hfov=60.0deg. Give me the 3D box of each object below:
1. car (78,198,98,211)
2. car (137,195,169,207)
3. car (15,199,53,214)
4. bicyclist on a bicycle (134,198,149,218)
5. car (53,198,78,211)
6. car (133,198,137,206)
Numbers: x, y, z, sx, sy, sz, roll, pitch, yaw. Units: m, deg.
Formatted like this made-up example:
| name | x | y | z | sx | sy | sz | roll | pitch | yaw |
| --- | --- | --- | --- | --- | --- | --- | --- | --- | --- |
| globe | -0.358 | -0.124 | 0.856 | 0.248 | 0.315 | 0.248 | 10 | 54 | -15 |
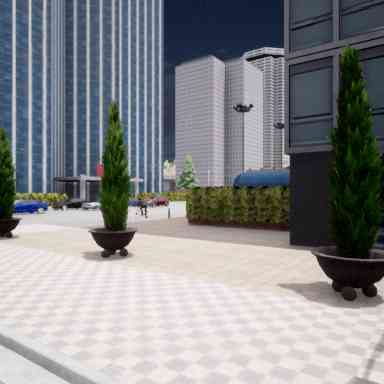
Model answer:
| name | x | y | z | sx | sy | sz | roll | pitch | yaw |
| --- | --- | --- | --- | --- | --- | --- | --- | --- | --- |
| car | -11.349 | 1.601 | 41.528 | 1.895 | 1.301 | 4.718 | 0 | 0 | 35 |
| car | -5.500 | 1.352 | 49.828 | 2.097 | 1.767 | 4.553 | 0 | 0 | 35 |
| car | -17.060 | 1.477 | 33.396 | 1.882 | 1.535 | 5.008 | 0 | 0 | 35 |
| bicyclist on a bicycle | -4.087 | 1.301 | 26.668 | 1.656 | 1.620 | 0.582 | 0 | 0 | 35 |
| car | -15.226 | 1.477 | 42.099 | 1.882 | 1.535 | 5.008 | 0 | 0 | 35 |
| car | -9.297 | 1.547 | 50.524 | 2.033 | 1.411 | 5.357 | 0 | 0 | 35 |
